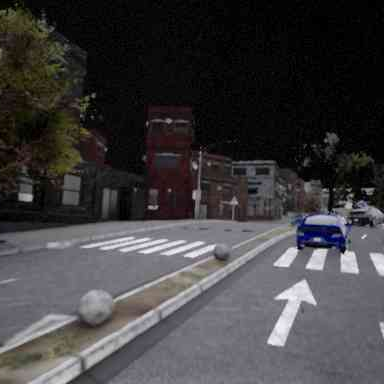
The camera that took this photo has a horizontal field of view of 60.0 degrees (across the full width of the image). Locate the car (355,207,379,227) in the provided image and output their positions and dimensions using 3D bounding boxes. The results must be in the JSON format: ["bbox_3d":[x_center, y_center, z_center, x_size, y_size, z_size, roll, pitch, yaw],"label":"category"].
[{"bbox_3d":[13.712,1.970,25.917,4.892,1.490,1.837,6,-6,-43],"label":"car"}]

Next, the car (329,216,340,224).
[{"bbox_3d":[32.776,6.498,76.724,2.033,1.411,5.357,1,0,21],"label":"car"}]

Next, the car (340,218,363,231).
[{"bbox_3d":[28.421,5.723,59.608,2.150,2.045,5.566,2,-4,9],"label":"car"}]

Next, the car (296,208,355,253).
[{"bbox_3d":[6.037,1.685,15.013,1.882,1.535,5.008,0,0,29],"label":"car"}]

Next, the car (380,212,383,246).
[{"bbox_3d":[8.397,1.678,12.605,1.882,1.535,5.008,0,0,28],"label":"car"}]
